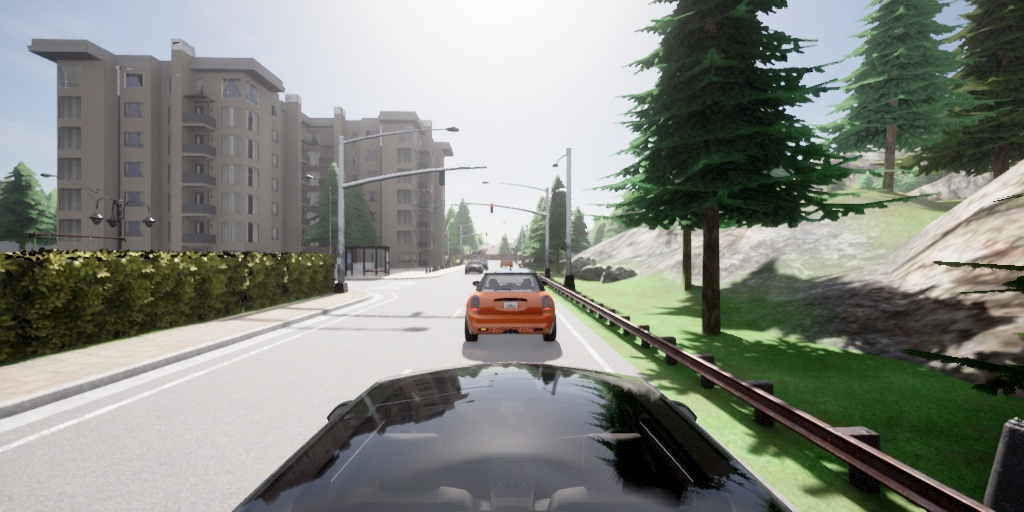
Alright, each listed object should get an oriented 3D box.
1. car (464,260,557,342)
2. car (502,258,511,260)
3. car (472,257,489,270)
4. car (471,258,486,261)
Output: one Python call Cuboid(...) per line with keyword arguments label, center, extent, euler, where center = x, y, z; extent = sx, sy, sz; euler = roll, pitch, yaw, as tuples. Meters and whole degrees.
Cuboid(label="car", center=(-0.052, 1.098, 9.975), extent=(2.097, 1.767, 4.553), euler=(0, 0, -1))
Cuboid(label="car", center=(-0.926, 1.077, 61.232), extent=(2.097, 1.767, 4.553), euler=(0, 0, -1))
Cuboid(label="car", center=(-4.456, 1.081, 51.008), extent=(2.097, 1.767, 4.553), euler=(0, 0, -2))
Cuboid(label="car", center=(-4.265, 1.238, 40.761), extent=(1.837, 1.490, 4.892), euler=(0, 0, -1))
